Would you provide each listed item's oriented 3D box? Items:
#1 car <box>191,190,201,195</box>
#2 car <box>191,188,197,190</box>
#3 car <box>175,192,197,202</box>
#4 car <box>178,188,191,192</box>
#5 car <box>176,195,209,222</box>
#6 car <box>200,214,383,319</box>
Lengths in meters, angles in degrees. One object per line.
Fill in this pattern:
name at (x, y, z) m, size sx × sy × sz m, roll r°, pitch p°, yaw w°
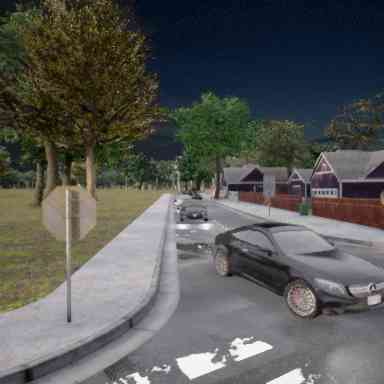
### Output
car at (0.725, 0.769, 61.404) m, size 1.895 × 1.301 × 4.718 m, roll -1°, pitch 1°, yaw -3°
car at (0.032, 0.231, 71.439) m, size 2.150 × 2.045 × 5.566 m, roll -1°, pitch 1°, yaw -3°
car at (-0.759, 1.078, 36.912) m, size 1.812 × 1.442 × 4.674 m, roll -1°, pitch 1°, yaw -3°
car at (-1.651, 0.677, 52.854) m, size 2.097 × 1.767 × 4.553 m, roll -1°, pitch 1°, yaw -3°
car at (0.033, 1.238, 23.494) m, size 1.837 × 1.490 × 4.892 m, roll -1°, pitch 0°, yaw -3°
car at (2.090, 1.483, 7.670) m, size 1.812 × 1.442 × 4.674 m, roll -1°, pitch 2°, yaw -24°
